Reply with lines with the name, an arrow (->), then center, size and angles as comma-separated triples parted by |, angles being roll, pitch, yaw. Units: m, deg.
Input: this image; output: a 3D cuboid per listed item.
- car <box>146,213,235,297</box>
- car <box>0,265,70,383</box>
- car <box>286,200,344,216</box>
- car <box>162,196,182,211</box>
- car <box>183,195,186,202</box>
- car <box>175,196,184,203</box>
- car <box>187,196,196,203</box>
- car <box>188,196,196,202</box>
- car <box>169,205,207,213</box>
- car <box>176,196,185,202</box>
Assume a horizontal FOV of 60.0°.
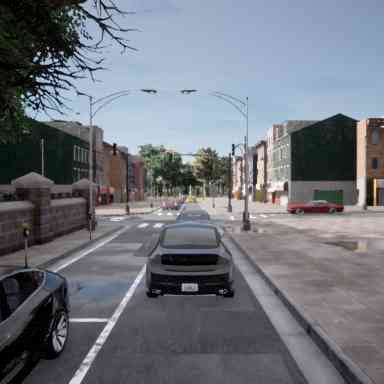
car -> -0.027, 1.505, 8.534 | 1.837, 1.490, 4.892 | 0, 0, 0
car -> -2.646, 1.565, 3.265 | 1.947, 1.339, 4.313 | -1, 0, 0
car -> 10.941, 1.427, 29.863 | 4.718, 1.301, 1.895 | -1, 1, 0
car -> -2.670, 1.478, 41.586 | 1.967, 1.590, 4.097 | -1, 0, 0
car -> -2.681, 1.628, 63.324 | 1.887, 1.381, 4.507 | -1, 0, 0
car -> -2.687, 1.655, 74.194 | 1.887, 1.381, 4.507 | -1, 0, 0
car -> -0.028, 1.582, 71.739 | 1.882, 1.535, 5.008 | 0, 0, 0
car -> -0.045, 1.671, 82.173 | 2.033, 1.411, 5.357 | 0, 0, 0
car -> 0.091, 1.552, 16.005 | 2.033, 1.411, 5.357 | 0, 0, 0
car -> -2.690, 1.690, 79.628 | 1.947, 1.339, 4.313 | -1, 0, 0
